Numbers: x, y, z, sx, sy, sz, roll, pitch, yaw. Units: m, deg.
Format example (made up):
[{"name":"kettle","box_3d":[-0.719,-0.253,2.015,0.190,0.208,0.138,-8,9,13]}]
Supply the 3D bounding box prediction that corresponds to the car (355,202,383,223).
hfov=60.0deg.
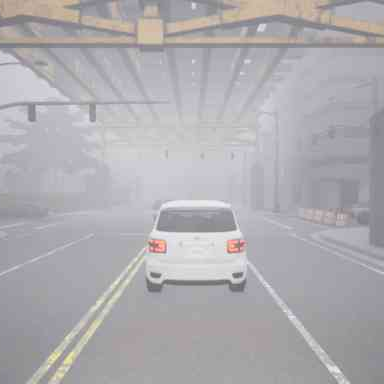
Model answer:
[{"name":"car","box_3d":[13.318,1.289,22.118,4.536,1.218,1.853,0,0,-20]}]

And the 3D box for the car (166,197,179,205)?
[{"name":"car","box_3d":[-3.503,1.548,60.916,1.994,1.385,4.181,0,0,1]}]

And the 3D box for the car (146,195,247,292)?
[{"name":"car","box_3d":[0.082,1.219,9.050,2.150,2.045,5.566,0,0,0]}]

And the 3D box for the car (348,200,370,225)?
[{"name":"car","box_3d":[13.270,1.447,22.100,4.974,1.542,2.038,0,0,-20]}]

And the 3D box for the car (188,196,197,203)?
[{"name":"car","box_3d":[0.124,1.507,68.171,1.812,1.442,4.674,0,0,0]}]

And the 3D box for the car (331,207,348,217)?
[{"name":"car","box_3d":[13.645,1.288,26.237,4.536,1.218,1.853,0,0,25]}]

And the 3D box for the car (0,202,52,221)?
[{"name":"car","box_3d":[-13.494,1.518,26.232,4.674,1.442,1.812,0,0,-1]}]

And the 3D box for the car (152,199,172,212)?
[{"name":"car","box_3d":[-3.584,1.552,39.945,1.994,1.385,4.181,0,0,0]}]
